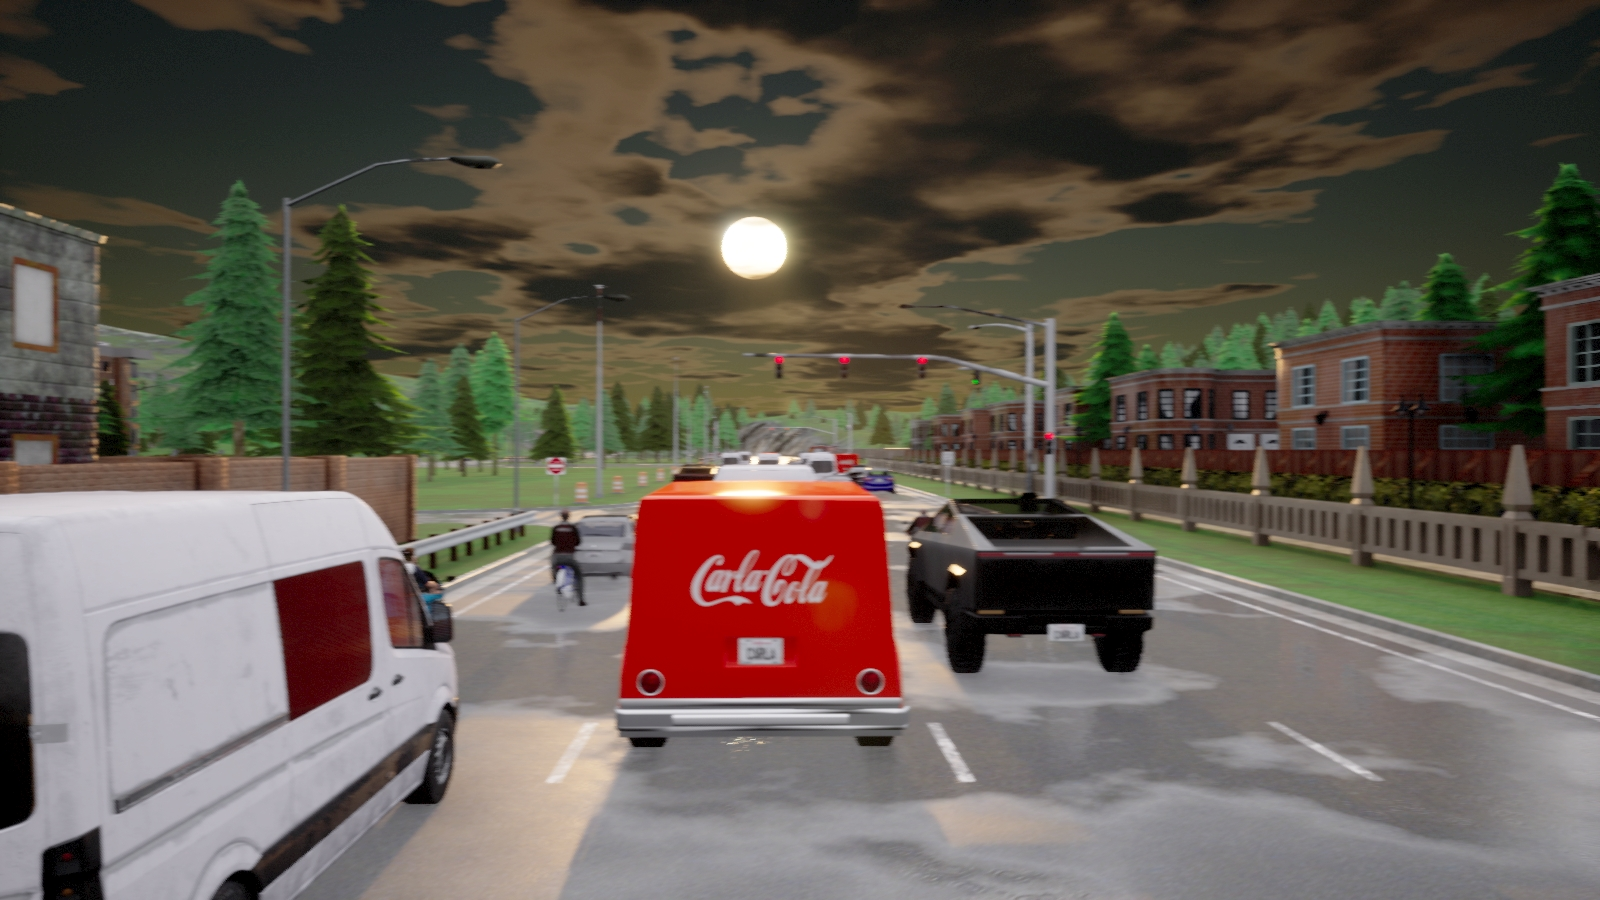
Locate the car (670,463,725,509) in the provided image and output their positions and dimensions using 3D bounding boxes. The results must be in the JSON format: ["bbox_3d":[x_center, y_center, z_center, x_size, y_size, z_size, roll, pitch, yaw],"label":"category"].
[{"bbox_3d":[-5.093,1.744,57.554,2.390,2.098,6.274,0,0,-2],"label":"car"}]

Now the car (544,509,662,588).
[{"bbox_3d":[-4.245,2.111,25.296,1.994,1.385,4.181,0,0,-1],"label":"car"}]

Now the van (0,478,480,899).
[{"bbox_3d":[-3.765,1.527,7.168,1.988,2.561,5.915,0,0,-2],"label":"van"}]

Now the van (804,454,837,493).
[{"bbox_3d":[1.367,1.536,77.944,1.988,2.561,5.915,0,0,-2],"label":"van"}]

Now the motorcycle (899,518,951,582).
[{"bbox_3d":[2.782,2.210,25.641,0.867,1.251,2.209,0,0,-2],"label":"motorcycle"}]

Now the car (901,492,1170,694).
[{"bbox_3d":[2.999,1.759,16.312,2.390,2.098,6.274,0,0,-2],"label":"car"}]

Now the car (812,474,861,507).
[{"bbox_3d":[1.829,2.037,58.850,2.097,1.535,5.006,0,0,-3],"label":"car"}]

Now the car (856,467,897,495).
[{"bbox_3d":[4.967,1.976,74.350,2.242,1.667,4.611,0,0,-1],"label":"car"}]

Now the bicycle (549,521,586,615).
[{"bbox_3d":[-4.110,2.052,20.255,0.329,1.471,1.835,0,0,-2],"label":"bicycle"}]

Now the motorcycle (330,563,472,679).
[{"bbox_3d":[-5.152,2.176,14.918,0.803,1.199,2.033,0,0,12],"label":"motorcycle"}]

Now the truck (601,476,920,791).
[{"bbox_3d":[-0.388,1.567,12.014,2.627,2.467,5.204,0,0,-2],"label":"truck"}]
